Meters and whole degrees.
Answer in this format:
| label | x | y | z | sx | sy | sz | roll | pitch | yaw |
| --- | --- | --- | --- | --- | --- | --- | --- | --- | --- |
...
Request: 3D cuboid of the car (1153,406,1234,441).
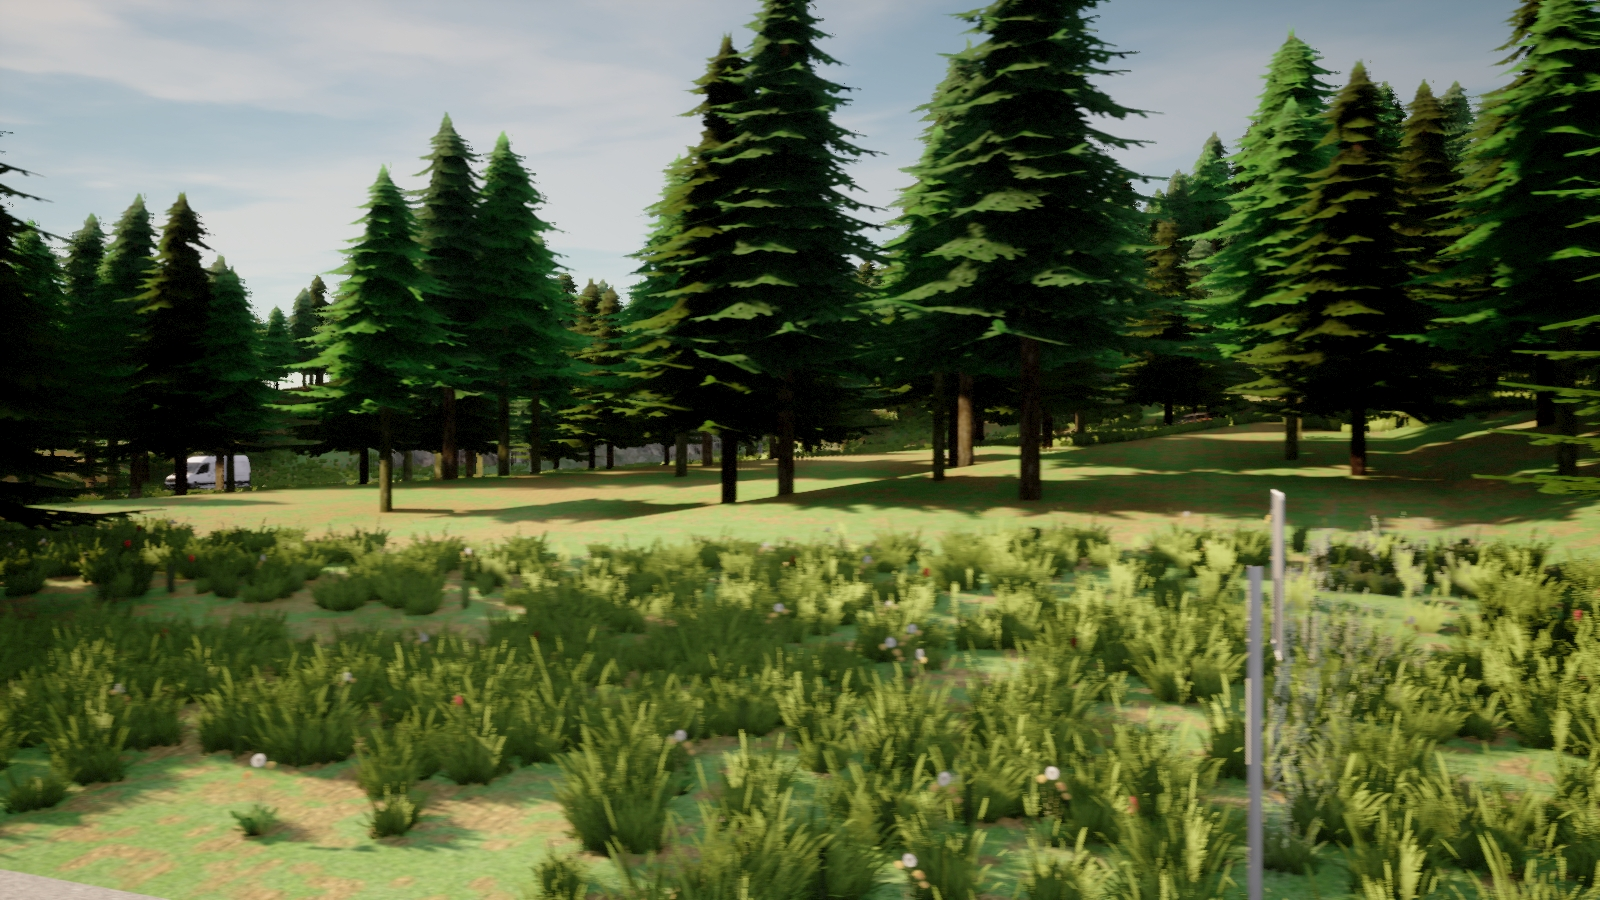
| label | x | y | z | sx | sy | sz | roll | pitch | yaw |
| --- | --- | --- | --- | --- | --- | --- | --- | --- | --- |
| car | 25.217 | -1.652 | 73.362 | 2.097 | 1.767 | 4.553 | 0 | -5 | -32 |
